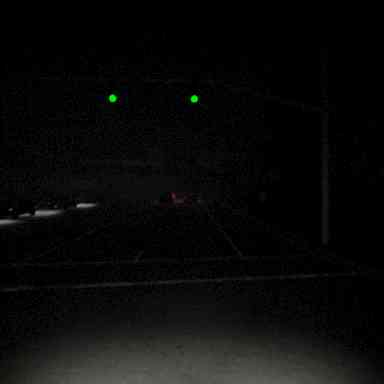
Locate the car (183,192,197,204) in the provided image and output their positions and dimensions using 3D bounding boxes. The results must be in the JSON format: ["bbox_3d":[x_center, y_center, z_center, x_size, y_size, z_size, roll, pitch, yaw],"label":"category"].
[{"bbox_3d":[-0.239,0.894,48.538,1.812,1.442,4.674,0,1,0],"label":"car"}]

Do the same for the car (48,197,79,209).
[{"bbox_3d":[-14.206,1.181,36.947,1.895,1.301,4.718,0,1,0],"label":"car"}]

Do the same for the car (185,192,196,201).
[{"bbox_3d":[-0.287,0.684,58.664,1.812,1.442,4.674,0,1,0],"label":"car"}]

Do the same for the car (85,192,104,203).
[{"bbox_3d":[-14.265,0.831,48.926,2.128,1.511,4.902,0,1,0],"label":"car"}]

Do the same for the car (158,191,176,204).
[{"bbox_3d":[-3.736,0.853,47.926,1.882,1.535,5.008,0,1,0],"label":"car"}]

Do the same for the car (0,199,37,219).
[{"bbox_3d":[-14.215,1.273,26.789,1.812,1.442,4.674,0,1,0],"label":"car"}]
